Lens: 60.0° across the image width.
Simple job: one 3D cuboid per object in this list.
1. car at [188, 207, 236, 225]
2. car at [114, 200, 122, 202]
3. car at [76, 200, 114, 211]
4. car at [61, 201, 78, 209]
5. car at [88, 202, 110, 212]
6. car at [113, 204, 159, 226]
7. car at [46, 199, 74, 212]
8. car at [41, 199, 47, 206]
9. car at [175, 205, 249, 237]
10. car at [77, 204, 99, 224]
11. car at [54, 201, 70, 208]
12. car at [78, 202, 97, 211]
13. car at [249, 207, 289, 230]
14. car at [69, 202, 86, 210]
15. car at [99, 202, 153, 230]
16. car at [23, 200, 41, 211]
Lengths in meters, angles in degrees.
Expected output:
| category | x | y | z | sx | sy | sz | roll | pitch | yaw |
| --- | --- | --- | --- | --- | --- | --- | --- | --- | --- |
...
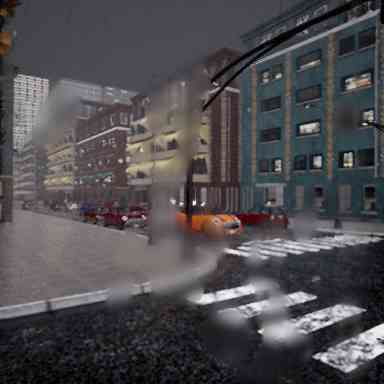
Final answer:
| category | x | y | z | sx | sy | sz | roll | pitch | yaw |
| --- | --- | --- | --- | --- | --- | --- | --- | --- | --- |
| car | 1.625 | 1.977 | 28.309 | 1.802 | 1.307 | 4.206 | 0 | -1 | -35 |
| car | -11.122 | 1.984 | 46.481 | 2.192 | 1.841 | 5.009 | 0 | -1 | -35 |
| car | -10.699 | 1.869 | 36.483 | 2.097 | 1.767 | 4.553 | 1 | -1 | -35 |
| car | -23.861 | 2.507 | 64.652 | 1.947 | 1.339 | 4.313 | 0 | -1 | -35 |
| car | -14.305 | 2.288 | 51.022 | 2.008 | 1.369 | 4.403 | 0 | -1 | -35 |
| car | -4.815 | 1.868 | 28.073 | 1.882 | 1.535 | 5.008 | 1 | -1 | -35 |
| car | -19.629 | 2.116 | 49.376 | 2.097 | 1.767 | 4.553 | 1 | -1 | -35 |
| car | -33.419 | 2.459 | 78.284 | 2.192 | 1.841 | 5.009 | 0 | -1 | -35 |
| car | 0.883 | 1.620 | 19.961 | 2.097 | 1.767 | 4.553 | 1 | -1 | -35 |
| car | -8.004 | 1.975 | 28.308 | 1.802 | 1.307 | 4.206 | 0 | -1 | -35 |
| car | -27.046 | 2.559 | 69.195 | 2.008 | 1.369 | 4.403 | 0 | -1 | -35 |
| car | -17.490 | 2.388 | 55.565 | 1.802 | 1.307 | 4.206 | 0 | -1 | -35 |
| car | 4.812 | 1.767 | 23.769 | 1.967 | 1.590 | 4.097 | 0 | -1 | -35 |
| car | -20.675 | 2.456 | 60.109 | 1.802 | 1.307 | 4.206 | 0 | -1 | -35 |
| car | -4.820 | 1.765 | 23.766 | 1.967 | 1.590 | 4.097 | 0 | -1 | -35 |
| car | -27.117 | 2.243 | 55.570 | 1.967 | 1.590 | 4.097 | 0 | -1 | -35 |
